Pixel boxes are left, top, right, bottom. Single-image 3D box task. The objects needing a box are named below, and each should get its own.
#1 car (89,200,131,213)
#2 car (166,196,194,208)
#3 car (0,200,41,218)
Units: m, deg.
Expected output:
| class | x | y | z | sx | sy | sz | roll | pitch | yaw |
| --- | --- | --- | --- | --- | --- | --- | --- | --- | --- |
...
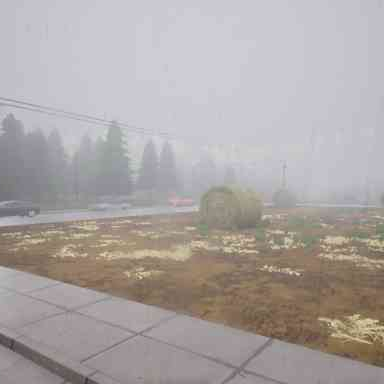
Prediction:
| class | x | y | z | sx | sy | sz | roll | pitch | yaw |
| --- | --- | --- | --- | --- | --- | --- | --- | --- | --- |
| car | -9.357 | 1.628 | 37.996 | 1.895 | 1.301 | 4.718 | 0 | 0 | 37 |
| car | -1.742 | 1.379 | 48.234 | 2.097 | 1.767 | 4.553 | 0 | 0 | 37 |
| car | -15.883 | 1.531 | 29.188 | 1.837 | 1.490 | 4.892 | 0 | 0 | 37 |
